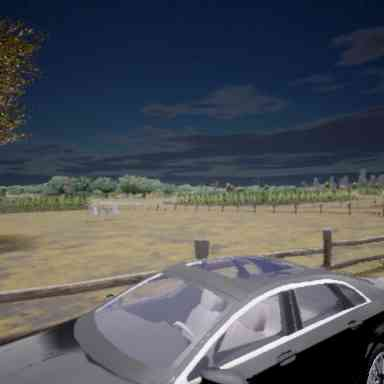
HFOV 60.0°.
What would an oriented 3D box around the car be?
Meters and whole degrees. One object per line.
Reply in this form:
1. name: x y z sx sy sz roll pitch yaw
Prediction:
1. car: 0.247 1.493 3.248 4.902 1.511 2.128 0 0 -35
